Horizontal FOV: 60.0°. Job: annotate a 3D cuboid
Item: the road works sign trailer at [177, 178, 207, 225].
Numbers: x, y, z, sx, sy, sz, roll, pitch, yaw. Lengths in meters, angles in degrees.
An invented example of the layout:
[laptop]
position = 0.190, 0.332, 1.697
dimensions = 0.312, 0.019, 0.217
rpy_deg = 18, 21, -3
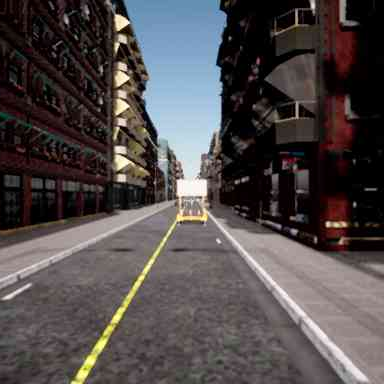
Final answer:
[road works sign trailer]
position = -0.003, 0.725, 26.320
dimensions = 2.380, 3.560, 2.880
rpy_deg = 0, -1, 0

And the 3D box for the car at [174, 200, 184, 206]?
[car]
position = -2.760, 2.290, 71.006
dimensions = 1.994, 1.385, 4.181
rpy_deg = 0, -1, 0
